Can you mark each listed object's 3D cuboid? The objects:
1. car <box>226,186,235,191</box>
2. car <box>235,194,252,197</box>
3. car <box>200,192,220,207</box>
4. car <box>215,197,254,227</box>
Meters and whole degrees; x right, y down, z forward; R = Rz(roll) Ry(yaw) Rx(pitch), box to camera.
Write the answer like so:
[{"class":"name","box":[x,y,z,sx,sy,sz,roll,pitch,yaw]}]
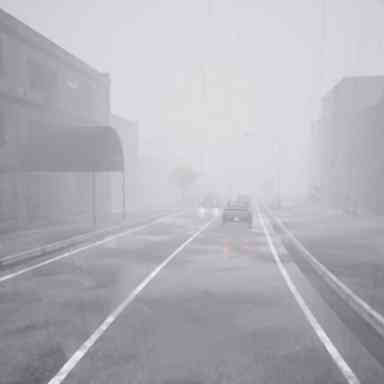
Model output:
[{"class":"car","box":[9.309,-0.763,79.472,2.097,1.767,4.553,1,2,10]},{"class":"car","box":[6.431,0.949,41.791,2.128,1.511,4.902,1,2,10]},{"class":"car","box":[2.182,0.826,38.846,2.097,1.767,4.553,1,1,10]},{"class":"car","box":[2.987,1.329,21.684,2.128,1.511,4.902,1,1,10]}]
